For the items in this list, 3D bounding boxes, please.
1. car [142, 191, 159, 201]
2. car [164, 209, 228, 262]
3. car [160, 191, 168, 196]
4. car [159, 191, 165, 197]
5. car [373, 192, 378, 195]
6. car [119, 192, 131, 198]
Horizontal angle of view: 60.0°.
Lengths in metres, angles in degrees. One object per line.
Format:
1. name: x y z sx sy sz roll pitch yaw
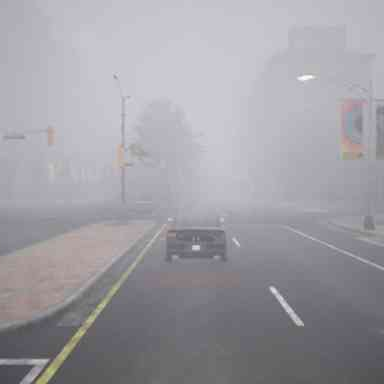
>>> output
1. car: -7.689 0.722 58.806 2.128 1.511 4.902 0 1 1
2. car: 0.145 1.326 11.513 1.882 1.535 5.008 0 1 1
3. car: -7.467 0.362 88.800 1.812 1.442 4.674 0 1 0
4. car: -7.558 0.535 73.724 1.837 1.490 4.892 0 1 0
5. car: 38.378 0.554 71.995 2.231 1.521 4.892 0 1 0
6. car: -14.324 0.664 70.919 1.895 1.301 4.718 0 1 0
